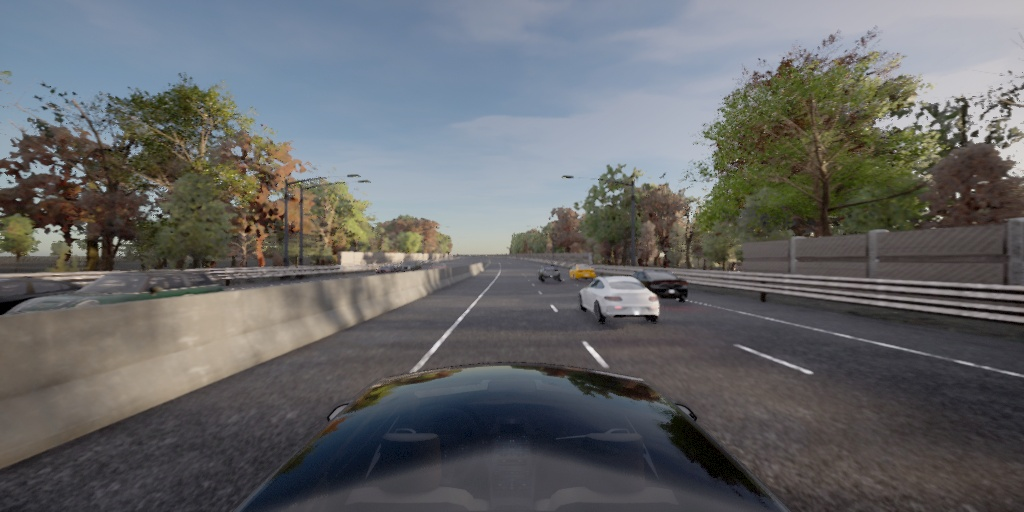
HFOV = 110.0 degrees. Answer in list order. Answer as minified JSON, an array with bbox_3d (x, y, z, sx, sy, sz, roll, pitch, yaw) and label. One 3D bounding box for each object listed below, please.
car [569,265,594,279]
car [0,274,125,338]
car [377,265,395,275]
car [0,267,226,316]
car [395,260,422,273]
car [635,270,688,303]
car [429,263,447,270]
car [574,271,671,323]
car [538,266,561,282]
[{"bbox_3d":[7.062,1.691,36.461,1.882,1.535,5.008,0,-1,0],"label":"car"},{"bbox_3d":[-14.101,1.334,9.666,1.882,1.535,5.008,0,-1,0],"label":"car"},{"bbox_3d":[-17.750,1.949,51.297,1.994,1.385,4.181,0,0,0],"label":"car"},{"bbox_3d":[-10.601,1.214,10.127,2.097,1.767,4.553,0,-1,0],"label":"car"},{"bbox_3d":[-14.248,1.602,50.684,2.150,2.045,5.566,0,-1,0],"label":"car"},{"bbox_3d":[7.098,1.452,18.403,1.882,1.535,5.008,0,-1,0],"label":"car"},{"bbox_3d":[-10.767,1.749,52.441,2.097,1.767,4.553,0,-1,0],"label":"car"},{"bbox_3d":[3.597,1.423,12.651,1.812,1.442,4.674,0,-1,0],"label":"car"},{"bbox_3d":[3.570,1.684,34.882,2.128,1.511,4.902,0,-1,0],"label":"car"}]
